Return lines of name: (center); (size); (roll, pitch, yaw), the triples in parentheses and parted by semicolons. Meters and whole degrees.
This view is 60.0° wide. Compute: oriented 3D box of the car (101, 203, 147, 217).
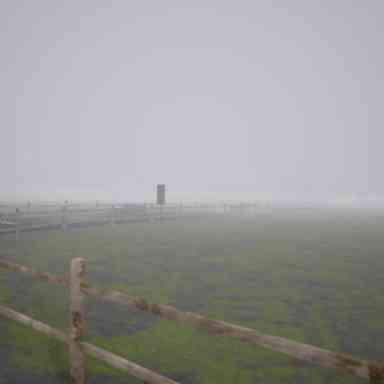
car: (-6.800, 1.721, 33.294); (1.895, 1.301, 4.718); (1, -1, 36)

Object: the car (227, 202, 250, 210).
car: (7.500, 2.201, 53.175); (1.895, 1.301, 4.718); (1, -1, 36)
